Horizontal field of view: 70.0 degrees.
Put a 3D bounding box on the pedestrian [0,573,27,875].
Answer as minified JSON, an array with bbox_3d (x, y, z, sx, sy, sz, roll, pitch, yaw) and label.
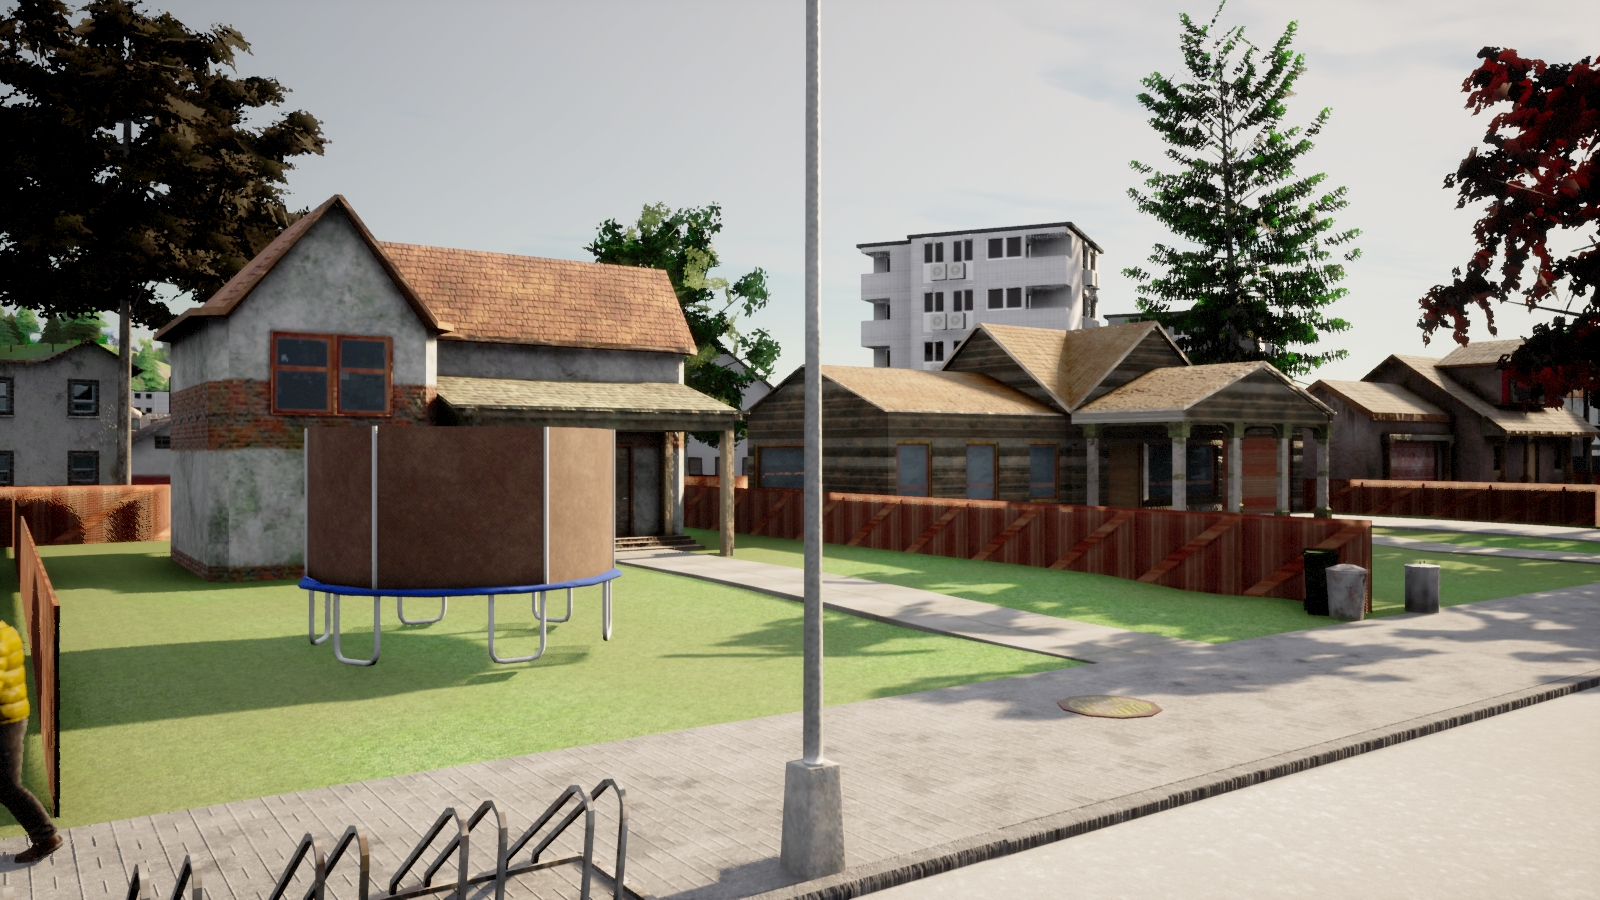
[{"bbox_3d":[-5.184,1.744,7.322,0.375,1.860,0.375,0,0,-35],"label":"pedestrian"}]
